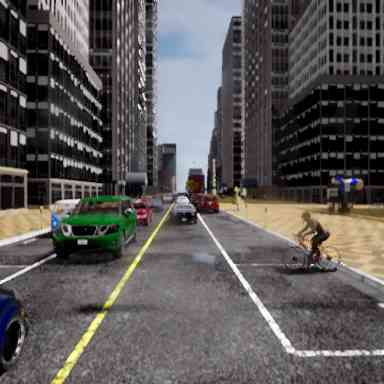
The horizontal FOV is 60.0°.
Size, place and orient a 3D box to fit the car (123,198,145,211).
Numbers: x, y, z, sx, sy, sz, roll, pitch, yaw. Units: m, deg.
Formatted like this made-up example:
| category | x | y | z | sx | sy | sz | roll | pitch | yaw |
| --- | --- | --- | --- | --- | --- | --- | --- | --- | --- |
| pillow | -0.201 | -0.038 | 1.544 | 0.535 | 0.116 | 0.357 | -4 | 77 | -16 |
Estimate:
| category | x | y | z | sx | sy | sz | roll | pitch | yaw |
| --- | --- | --- | --- | --- | --- | --- | --- | --- | --- |
| car | -6.867 | 1.466 | 40.052 | 2.008 | 1.369 | 4.403 | 0 | 0 | -2 |

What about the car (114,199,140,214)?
| category | x | y | z | sx | sy | sz | roll | pitch | yaw |
| --- | --- | --- | --- | --- | --- | --- | --- | --- | --- |
| car | -6.699 | 1.493 | 34.516 | 1.947 | 1.339 | 4.313 | 0 | 0 | -2 |

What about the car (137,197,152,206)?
| category | x | y | z | sx | sy | sz | roll | pitch | yaw |
| --- | --- | --- | --- | --- | --- | --- | --- | --- | --- |
| car | -7.204 | 1.472 | 51.127 | 1.802 | 1.307 | 4.206 | 0 | 0 | -2 |

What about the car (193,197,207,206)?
| category | x | y | z | sx | sy | sz | roll | pitch | yaw |
| --- | --- | --- | --- | --- | --- | --- | --- | --- | --- |
| car | 1.173 | 1.454 | 51.382 | 1.947 | 1.339 | 4.313 | 0 | 0 | -2 |

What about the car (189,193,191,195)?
| category | x | y | z | sx | sy | sz | roll | pitch | yaw |
| --- | --- | --- | --- | --- | --- | --- | --- | --- | --- |
| car | 1.006 | 1.191 | 56.918 | 2.192 | 1.841 | 5.009 | 0 | 0 | -2 |

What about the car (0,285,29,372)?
| category | x | y | z | sx | sy | sz | roll | pitch | yaw |
| --- | --- | --- | --- | --- | --- | --- | --- | --- | --- |
| car | -3.154 | 1.559 | 2.809 | 1.994 | 1.385 | 4.181 | 0 | 0 | -2 |

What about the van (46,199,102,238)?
| category | x | y | z | sx | sy | sz | roll | pitch | yaw |
| --- | --- | --- | --- | --- | --- | --- | --- | --- | --- |
| van | -6.194 | 1.304 | 17.906 | 1.690 | 1.788 | 3.998 | 0 | 0 | -2 |

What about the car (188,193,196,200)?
| category | x | y | z | sx | sy | sz | roll | pitch | yaw |
| --- | --- | --- | --- | --- | --- | --- | --- | --- | --- |
| car | -0.004 | 1.114 | 90.138 | 2.192 | 1.841 | 5.009 | 0 | 0 | -2 |

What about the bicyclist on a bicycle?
| category | x | y | z | sx | sy | sz | roll | pitch | yaw |
| --- | --- | --- | --- | --- | --- | --- | --- | --- | --- |
| bicyclist on a bicycle | 3.333 | 1.380 | 9.239 | 1.656 | 1.620 | 0.582 | 0 | 0 | -2 |

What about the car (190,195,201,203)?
| category | x | y | z | sx | sy | sz | roll | pitch | yaw |
| --- | --- | --- | --- | --- | --- | --- | --- | --- | --- |
| car | 0.668 | 1.401 | 67.992 | 2.008 | 1.369 | 4.403 | 0 | 0 | -2 |

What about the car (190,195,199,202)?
| category | x | y | z | sx | sy | sz | roll | pitch | yaw |
| --- | --- | --- | --- | --- | --- | --- | --- | --- | --- |
| car | 0.495 | 1.363 | 73.698 | 1.752 | 1.417 | 4.829 | 0 | 0 | -2 |

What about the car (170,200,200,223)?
| category | x | y | z | sx | sy | sz | roll | pitch | yaw |
| --- | --- | --- | --- | --- | --- | --- | --- | --- | --- |
| car | -0.616 | 1.548 | 24.777 | 1.895 | 1.301 | 4.718 | 0 | 0 | -2 |

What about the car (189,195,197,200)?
| category | x | y | z | sx | sy | sz | roll | pitch | yaw |
| --- | --- | --- | --- | --- | --- | --- | --- | --- | --- |
| car | 0.163 | 1.378 | 84.602 | 1.947 | 1.339 | 4.313 | 0 | 0 | -2 |

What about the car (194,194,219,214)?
| category | x | y | z | sx | sy | sz | roll | pitch | yaw |
| --- | --- | --- | --- | --- | --- | --- | --- | --- | --- |
| car | 1.678 | 1.241 | 34.770 | 2.192 | 1.841 | 5.009 | 0 | 0 | -2 |

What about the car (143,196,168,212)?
| category | x | y | z | sx | sy | sz | roll | pitch | yaw |
| --- | --- | --- | --- | --- | --- | --- | --- | --- | --- |
| car | -4.108 | 1.468 | 37.330 | 2.033 | 1.411 | 5.357 | 0 | 0 | -2 |

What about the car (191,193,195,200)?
| category | x | y | z | sx | sy | sz | roll | pitch | yaw |
| --- | --- | --- | --- | --- | --- | --- | --- | --- | --- |
| car | 1.342 | 1.216 | 45.845 | 2.192 | 1.841 | 5.009 | 0 | 0 | -2 |

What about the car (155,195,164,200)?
| category | x | y | z | sx | sy | sz | roll | pitch | yaw |
| --- | --- | --- | --- | --- | --- | --- | --- | --- | --- |
| car | -8.213 | 1.396 | 84.347 | 1.802 | 1.307 | 4.206 | 0 | 0 | -2 |

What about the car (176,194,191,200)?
| category | x | y | z | sx | sy | sz | roll | pitch | yaw |
| --- | --- | --- | --- | --- | --- | --- | --- | --- | --- |
| car | -1.338 | 1.421 | 48.581 | 1.812 | 1.442 | 4.674 | 0 | 0 | -2 |

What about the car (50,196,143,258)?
| category | x | y | z | sx | sy | sz | roll | pitch | yaw |
| --- | --- | --- | --- | --- | --- | --- | --- | --- | --- |
| car | -3.458 | 1.195 | 13.013 | 2.150 | 2.045 | 5.566 | 0 | 0 | -2 |

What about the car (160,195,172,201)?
| category | x | y | z | sx | sy | sz | roll | pitch | yaw |
| --- | --- | --- | --- | --- | --- | --- | --- | --- | --- |
| car | -5.081 | 1.371 | 69.700 | 1.812 | 1.442 | 4.674 | 0 | 0 | -2 |

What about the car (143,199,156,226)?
| category | x | y | z | sx | sy | sz | roll | pitch | yaw |
| --- | --- | --- | --- | --- | --- | --- | --- | --- | --- |
| car | -3.753 | 1.478 | 23.005 | 1.812 | 1.442 | 4.674 | 0 | 0 | -2 |
